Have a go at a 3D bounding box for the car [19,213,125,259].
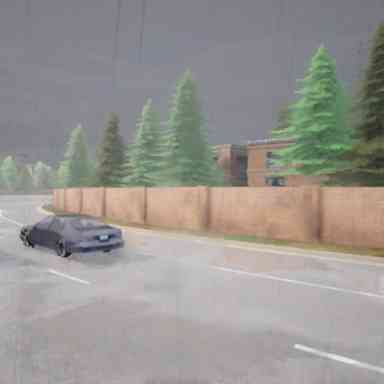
[{"bbox_3d":[-4.727,1.527,12.669,5.357,1.411,2.033,0,0,43],"label":"car"}]
